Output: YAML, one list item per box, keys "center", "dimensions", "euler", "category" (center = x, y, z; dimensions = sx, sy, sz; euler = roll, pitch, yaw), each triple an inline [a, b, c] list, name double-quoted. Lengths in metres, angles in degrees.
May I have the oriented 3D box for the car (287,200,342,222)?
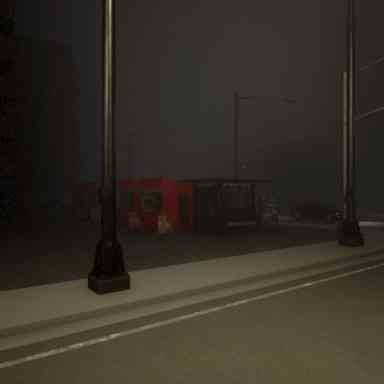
- center: [10.499, 1.612, 27.588]
  dimensions: [1.837, 1.490, 4.892]
  euler: [0, -1, -36]
  category: "car"

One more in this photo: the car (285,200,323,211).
- center: [15.204, 1.774, 45.202]
  dimensions: [1.812, 1.442, 4.674]
  euler: [0, -1, -36]
  category: "car"
